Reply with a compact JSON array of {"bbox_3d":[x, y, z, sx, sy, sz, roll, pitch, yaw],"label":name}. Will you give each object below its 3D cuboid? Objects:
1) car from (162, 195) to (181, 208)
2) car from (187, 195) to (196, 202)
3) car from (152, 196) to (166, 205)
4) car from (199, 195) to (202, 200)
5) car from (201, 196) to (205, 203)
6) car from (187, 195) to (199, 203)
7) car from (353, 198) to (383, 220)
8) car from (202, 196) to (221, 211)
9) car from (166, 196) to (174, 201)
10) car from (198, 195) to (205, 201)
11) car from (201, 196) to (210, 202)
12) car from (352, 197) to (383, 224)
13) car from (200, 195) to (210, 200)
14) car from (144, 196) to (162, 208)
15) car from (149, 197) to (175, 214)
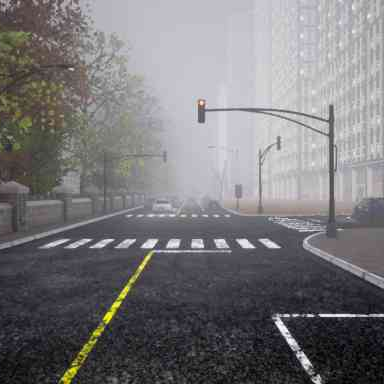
[{"bbox_3d":[-3.140,1.519,49.672,2.128,1.511,4.902,0,0,0],"label":"car"},{"bbox_3d":[-0.069,1.482,78.830,2.033,1.411,5.357,0,0,0],"label":"car"},{"bbox_3d":[-5.740,1.478,58.436,1.967,1.590,4.097,0,0,0],"label":"car"},{"bbox_3d":[3.052,1.406,69.828,2.097,1.767,4.553,0,0,0],"label":"car"},{"bbox_3d":[2.649,1.592,47.178,1.947,1.339,4.313,0,0,0],"label":"car"},{"bbox_3d":[-0.062,1.578,69.246,1.812,1.442,4.674,0,0,0],"label":"car"},{"bbox_3d":[14.932,1.239,24.769,4.892,1.490,1.837,-1,0,0],"label":"car"},{"bbox_3d":[2.654,1.587,41.546,1.947,1.339,4.313,0,0,0],"label":"car"},{"bbox_3d":[-5.765,1.626,86.597,1.887,1.381,4.507,0,0,0],"label":"car"},{"bbox_3d":[2.610,1.642,92.237,2.008,1.369,4.403,0,0,0],"label":"car"},{"bbox_3d":[3.082,1.590,76.858,1.812,1.442,4.674,0,0,0],"label":"car"},{"bbox_3d":[13.061,1.102,21.646,4.553,1.767,2.097,-1,0,1],"label":"car"},{"bbox_3d":[2.645,1.597,52.811,1.947,1.339,4.313,0,0,0],"label":"car"},{"bbox_3d":[-5.731,1.608,47.171,1.802,1.307,4.206,0,0,0],"label":"car"},{"bbox_3d":[-3.131,1.542,35.678,1.812,1.442,4.674,0,0,0],"label":"car"}]
